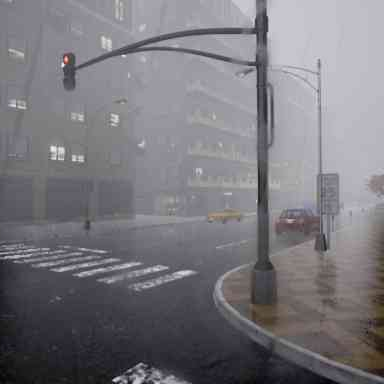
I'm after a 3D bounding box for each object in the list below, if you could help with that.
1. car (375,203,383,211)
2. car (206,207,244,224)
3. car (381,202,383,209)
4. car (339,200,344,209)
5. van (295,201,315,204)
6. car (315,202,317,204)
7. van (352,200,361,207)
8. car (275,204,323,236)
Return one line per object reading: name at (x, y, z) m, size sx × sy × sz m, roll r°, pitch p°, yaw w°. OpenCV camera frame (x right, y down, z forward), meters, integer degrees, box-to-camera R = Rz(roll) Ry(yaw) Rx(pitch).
car at (32.697, 2.581, 57.383) m, size 1.947 × 1.339 × 4.313 m, roll -2°, pitch -2°, yaw 35°
car at (3.016, 2.000, 29.709) m, size 1.752 × 1.417 × 4.829 m, roll -2°, pitch -2°, yaw 35°
car at (39.207, 2.743, 66.617) m, size 2.008 × 1.369 × 4.403 m, roll -2°, pitch -2°, yaw 35°
car at (29.152, 2.499, 66.793) m, size 2.192 × 1.841 × 5.009 m, roll -2°, pitch -2°, yaw 35°
van at (16.132, 2.171, 48.323) m, size 1.690 × 1.788 × 3.998 m, roll -2°, pitch -2°, yaw 35°
car at (19.388, 2.358, 52.937) m, size 1.967 × 1.590 × 4.097 m, roll -2°, pitch -2°, yaw 35°
van at (42.136, 2.879, 85.287) m, size 1.690 × 1.788 × 3.998 m, roll -2°, pitch -2°, yaw 35°
car at (6.656, 1.749, 20.447) m, size 1.967 × 1.590 × 4.097 m, roll -2°, pitch -2°, yaw 35°
